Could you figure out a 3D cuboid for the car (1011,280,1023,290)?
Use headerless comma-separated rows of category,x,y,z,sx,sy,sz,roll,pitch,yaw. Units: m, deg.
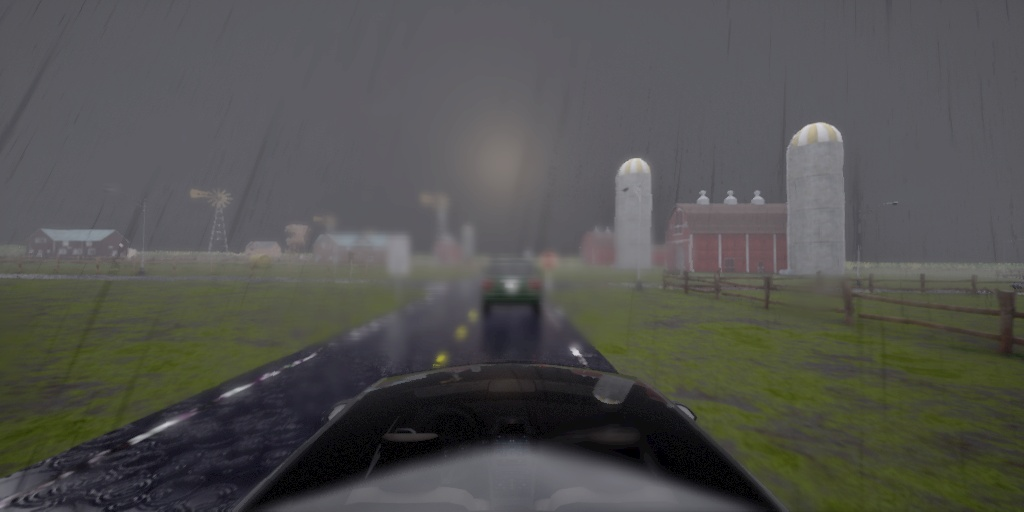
car,46.786,2.359,31.304,4.674,1.442,1.812,1,-1,0

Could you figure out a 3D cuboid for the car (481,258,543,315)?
car,0.017,1.106,14.443,2.150,2.045,5.566,0,0,0
